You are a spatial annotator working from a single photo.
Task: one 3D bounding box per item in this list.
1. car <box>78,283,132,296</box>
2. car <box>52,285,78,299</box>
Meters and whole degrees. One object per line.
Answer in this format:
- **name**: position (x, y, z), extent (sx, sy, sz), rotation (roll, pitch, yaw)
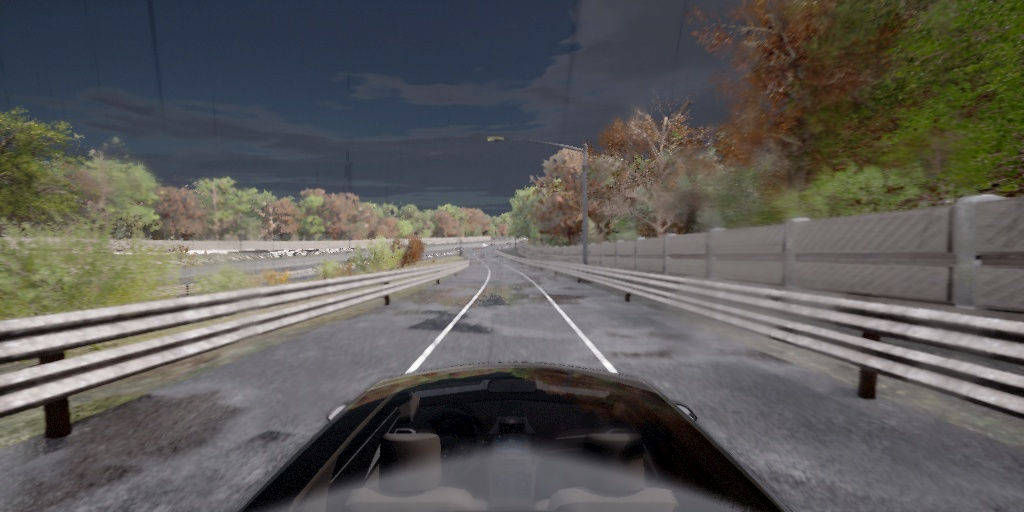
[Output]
- **car**: position (-38.410, 3.441, 35.216), extent (2.097, 1.767, 4.553), rotation (1, 4, 15)
- **car**: position (-41.806, 3.536, 36.069), extent (1.837, 1.490, 4.892), rotation (1, 4, 15)
